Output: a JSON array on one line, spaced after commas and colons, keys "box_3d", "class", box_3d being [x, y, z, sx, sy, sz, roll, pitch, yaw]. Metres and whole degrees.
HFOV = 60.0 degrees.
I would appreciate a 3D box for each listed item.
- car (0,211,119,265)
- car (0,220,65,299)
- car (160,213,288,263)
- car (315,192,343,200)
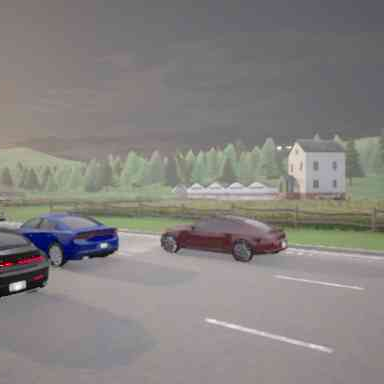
[{"box_3d": [-4.709, 1.478, 11.478, 5.008, 1.535, 1.882, 0, 0, 35], "class": "car"}, {"box_3d": [-5.241, 1.517, 7.593, 4.892, 1.490, 1.837, 0, 0, 35], "class": "car"}, {"box_3d": [1.005, 1.491, 11.788, 4.674, 1.442, 1.812, 0, 0, 35], "class": "car"}, {"box_3d": [25.007, 0.923, 60.870, 4.605, 1.855, 1.932, 0, 0, 35], "class": "car"}]
